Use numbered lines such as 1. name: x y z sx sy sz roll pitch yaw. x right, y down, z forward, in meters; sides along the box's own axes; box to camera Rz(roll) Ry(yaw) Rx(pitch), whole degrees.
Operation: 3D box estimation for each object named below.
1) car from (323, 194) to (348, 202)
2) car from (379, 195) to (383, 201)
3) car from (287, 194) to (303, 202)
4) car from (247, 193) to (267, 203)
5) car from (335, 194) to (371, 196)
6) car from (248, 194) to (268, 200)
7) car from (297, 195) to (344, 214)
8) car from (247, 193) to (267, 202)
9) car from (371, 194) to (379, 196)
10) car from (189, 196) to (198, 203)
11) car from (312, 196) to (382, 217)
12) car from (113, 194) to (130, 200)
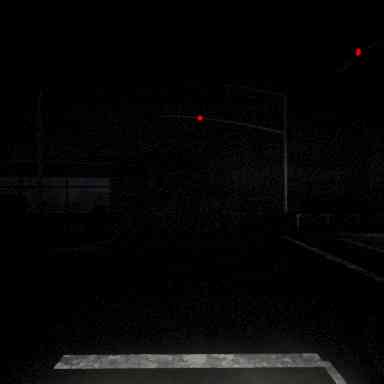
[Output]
1. car: 31.317 1.298 72.693 4.514 1.523 2.007 0 0 0
2. car: 38.723 1.153 62.638 5.027 1.636 2.152 0 0 0
3. car: 21.329 1.097 65.718 4.605 1.855 1.932 0 0 0
4. car: 12.850 1.361 65.652 3.806 1.475 1.970 0 0 0
5. car: 20.651 1.320 43.266 3.633 1.501 1.845 0 0 0
6. car: 18.134 1.333 91.607 4.902 1.511 2.128 0 0 0
7. car: 13.017 1.330 31.395 5.027 1.636 2.152 0 0 0
8. car: 13.450 1.077 68.978 3.866 1.878 1.905 0 0 0
9. car: 38.378 1.232 69.054 3.806 1.475 1.970 0 0 0
10. car: 0.273 1.547 69.680 2.033 1.411 5.357 0 0 0
11. car: 13.080 1.339 28.258 4.514 1.523 2.007 0 0 0
12. car: -19.401 1.332 91.583 4.674 1.442 1.812 0 0 0
